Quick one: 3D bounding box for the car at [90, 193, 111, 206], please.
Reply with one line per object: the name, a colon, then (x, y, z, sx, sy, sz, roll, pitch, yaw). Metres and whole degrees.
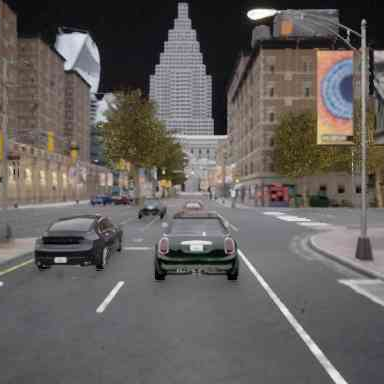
car: (-14.951, 1.185, 55.439, 2.150, 2.045, 5.566, 0, 0, 0)

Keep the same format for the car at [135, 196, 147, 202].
car: (-11.433, 1.505, 74.567, 1.994, 1.385, 4.181, 0, 0, 0)

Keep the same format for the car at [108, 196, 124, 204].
car: (-14.942, 1.505, 65.557, 2.033, 1.411, 5.357, 0, 0, 0)

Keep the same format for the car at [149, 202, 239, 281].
car: (0.110, 1.346, 10.019, 2.097, 1.767, 4.553, 0, 0, 0)

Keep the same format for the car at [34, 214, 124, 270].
car: (-3.488, 1.498, 10.999, 1.837, 1.490, 4.892, 0, 0, -2)

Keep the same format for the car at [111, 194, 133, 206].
car: (-11.453, 1.442, 54.971, 1.882, 1.535, 5.008, 0, 0, 0)

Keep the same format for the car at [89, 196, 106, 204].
car: (-18.192, 1.553, 64.356, 1.895, 1.301, 4.718, 0, 0, 0)

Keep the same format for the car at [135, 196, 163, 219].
car: (-3.374, 1.333, 29.267, 2.097, 1.767, 4.553, 0, 0, 0)

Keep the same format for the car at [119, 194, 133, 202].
car: (-14.932, 1.307, 75.549, 2.097, 1.767, 4.553, 0, 0, 0)
